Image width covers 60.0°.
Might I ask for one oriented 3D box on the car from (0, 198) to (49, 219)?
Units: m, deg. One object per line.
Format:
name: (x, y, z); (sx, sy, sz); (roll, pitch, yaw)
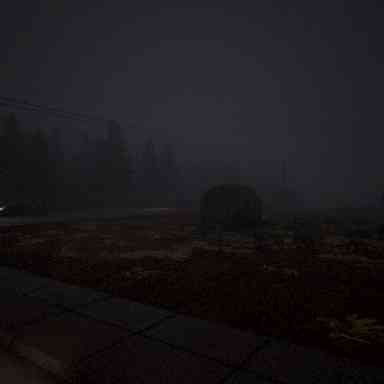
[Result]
car: (-15.384, 1.379, 29.901); (2.097, 1.767, 4.553); (0, 0, 37)

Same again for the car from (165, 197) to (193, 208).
car: (-1.821, 1.518, 48.156); (2.128, 1.511, 4.902); (0, 0, 37)
